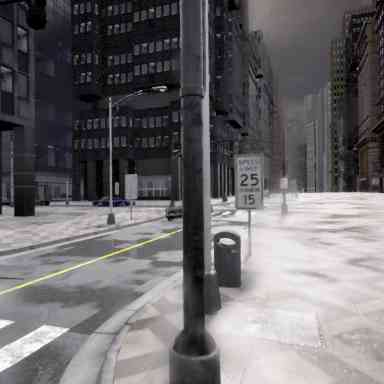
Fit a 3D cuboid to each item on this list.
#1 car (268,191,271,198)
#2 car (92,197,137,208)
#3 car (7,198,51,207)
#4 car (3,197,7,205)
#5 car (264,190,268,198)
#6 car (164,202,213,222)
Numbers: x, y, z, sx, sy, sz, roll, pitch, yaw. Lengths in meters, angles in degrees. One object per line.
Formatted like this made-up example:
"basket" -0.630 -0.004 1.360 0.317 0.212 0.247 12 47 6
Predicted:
"car" 14.603 0.411 66.634 2.128 1.511 4.902 -1 1 19
"car" -8.575 1.164 36.961 4.718 1.301 1.895 -1 0 19
"car" -19.847 1.274 40.831 4.718 1.301 1.895 -1 0 19
"car" -27.450 1.327 46.803 4.181 1.385 1.994 0 0 19
"car" 11.228 0.632 56.940 1.994 1.385 4.181 -1 1 19
"car" -0.130 1.270 22.773 1.895 1.301 4.718 -1 1 21
